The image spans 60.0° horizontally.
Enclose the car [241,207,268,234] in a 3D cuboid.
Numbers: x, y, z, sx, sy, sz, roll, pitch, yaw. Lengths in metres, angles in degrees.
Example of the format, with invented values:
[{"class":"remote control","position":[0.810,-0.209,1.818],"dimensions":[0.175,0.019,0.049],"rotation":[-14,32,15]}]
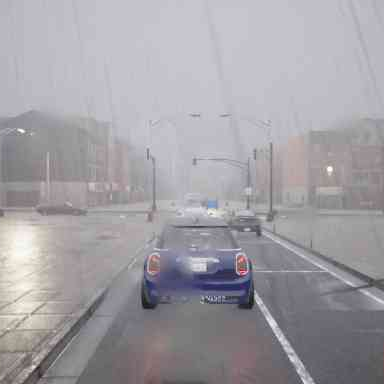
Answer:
[{"class":"car","position":[2.645,1.573,18.089],"dimensions":[2.008,1.369,4.403],"rotation":[-1,0,0]}]

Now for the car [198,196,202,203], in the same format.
[{"class":"car","position":[2.678,1.520,55.630],"dimensions":[2.192,1.841,5.009],"rotation":[-1,0,0]}]

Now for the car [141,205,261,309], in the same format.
[{"class":"car","position":[0.107,1.356,8.018],"dimensions":[2.097,1.767,4.553],"rotation":[0,0,0]}]

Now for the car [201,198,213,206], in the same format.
[{"class":"car","position":[2.688,1.797,60.917],"dimensions":[2.008,1.369,4.403],"rotation":[-1,-1,0]}]

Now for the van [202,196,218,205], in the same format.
[{"class":"van","position":[2.668,1.477,45.048],"dimensions":[1.690,1.788,3.998],"rotation":[-1,0,0]}]

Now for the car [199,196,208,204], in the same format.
[{"class":"car","position":[2.702,1.829,76.789],"dimensions":[1.967,1.590,4.097],"rotation":[-1,-1,0]}]

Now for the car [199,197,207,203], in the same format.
[{"class":"car","position":[2.710,1.987,82.078],"dimensions":[1.887,1.381,4.507],"rotation":[-1,-1,0]}]

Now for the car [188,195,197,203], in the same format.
[{"class":"car","position":[0.095,1.709,85.859],"dimensions":[2.150,2.045,5.566],"rotation":[0,-1,0]}]

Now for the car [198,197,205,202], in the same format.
[{"class":"car","position":[2.721,2.144,92.658],"dimensions":[1.802,1.307,4.206],"rotation":[-2,-1,0]}]

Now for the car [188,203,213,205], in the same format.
[{"class":"car","position":[0.148,1.547,17.837],"dimensions":[1.812,1.442,4.674],"rotation":[0,0,1]}]

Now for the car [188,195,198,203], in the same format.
[{"class":"car","position":[0.086,1.899,75.479],"dimensions":[2.128,1.511,4.902],"rotation":[0,-1,0]}]

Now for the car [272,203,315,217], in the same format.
[{"class":"car","position":[9.697,1.778,33.292],"dimensions":[4.718,1.301,1.895],"rotation":[1,1,4]}]

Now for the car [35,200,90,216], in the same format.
[{"class":"car","position":[-11.686,1.460,30.157],"dimensions":[4.674,1.442,1.812],"rotation":[1,1,2]}]

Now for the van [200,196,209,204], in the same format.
[{"class":"van","position":[2.694,1.678,71.500],"dimensions":[1.690,1.788,3.998],"rotation":[-1,-1,0]}]
